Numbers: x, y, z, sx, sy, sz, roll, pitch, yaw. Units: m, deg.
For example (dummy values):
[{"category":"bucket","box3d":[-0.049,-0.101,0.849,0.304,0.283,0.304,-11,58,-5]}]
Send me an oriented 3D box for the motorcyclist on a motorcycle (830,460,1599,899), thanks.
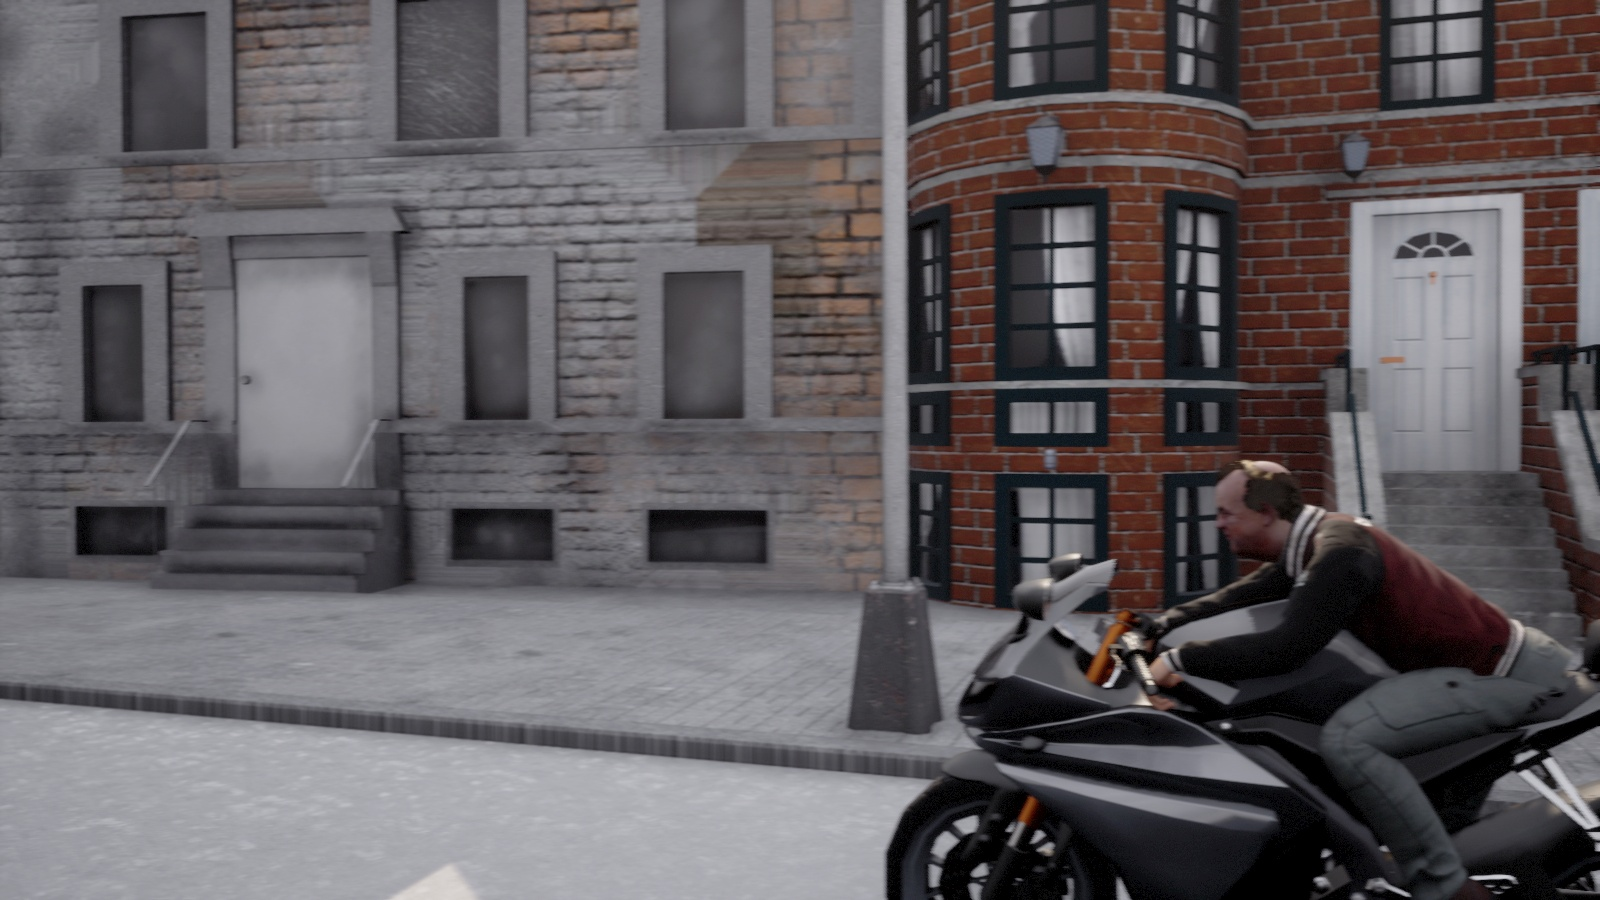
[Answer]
[{"category":"motorcyclist on a motorcycle","box3d":[1.254,0.814,3.297,2.191,1.530,0.866,1,1,19]}]
